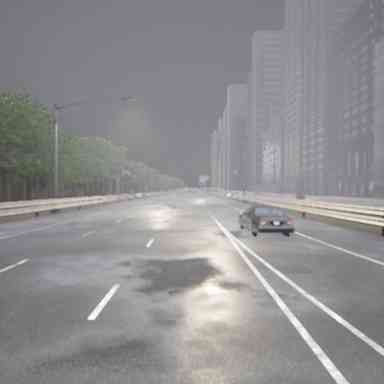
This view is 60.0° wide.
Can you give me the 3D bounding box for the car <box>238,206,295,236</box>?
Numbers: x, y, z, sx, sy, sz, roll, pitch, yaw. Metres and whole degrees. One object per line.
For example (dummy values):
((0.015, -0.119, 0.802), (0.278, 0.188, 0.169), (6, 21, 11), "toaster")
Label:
((3.680, 1.414, 17.283), (2.033, 1.411, 5.357), (0, 0, -2), "car")
